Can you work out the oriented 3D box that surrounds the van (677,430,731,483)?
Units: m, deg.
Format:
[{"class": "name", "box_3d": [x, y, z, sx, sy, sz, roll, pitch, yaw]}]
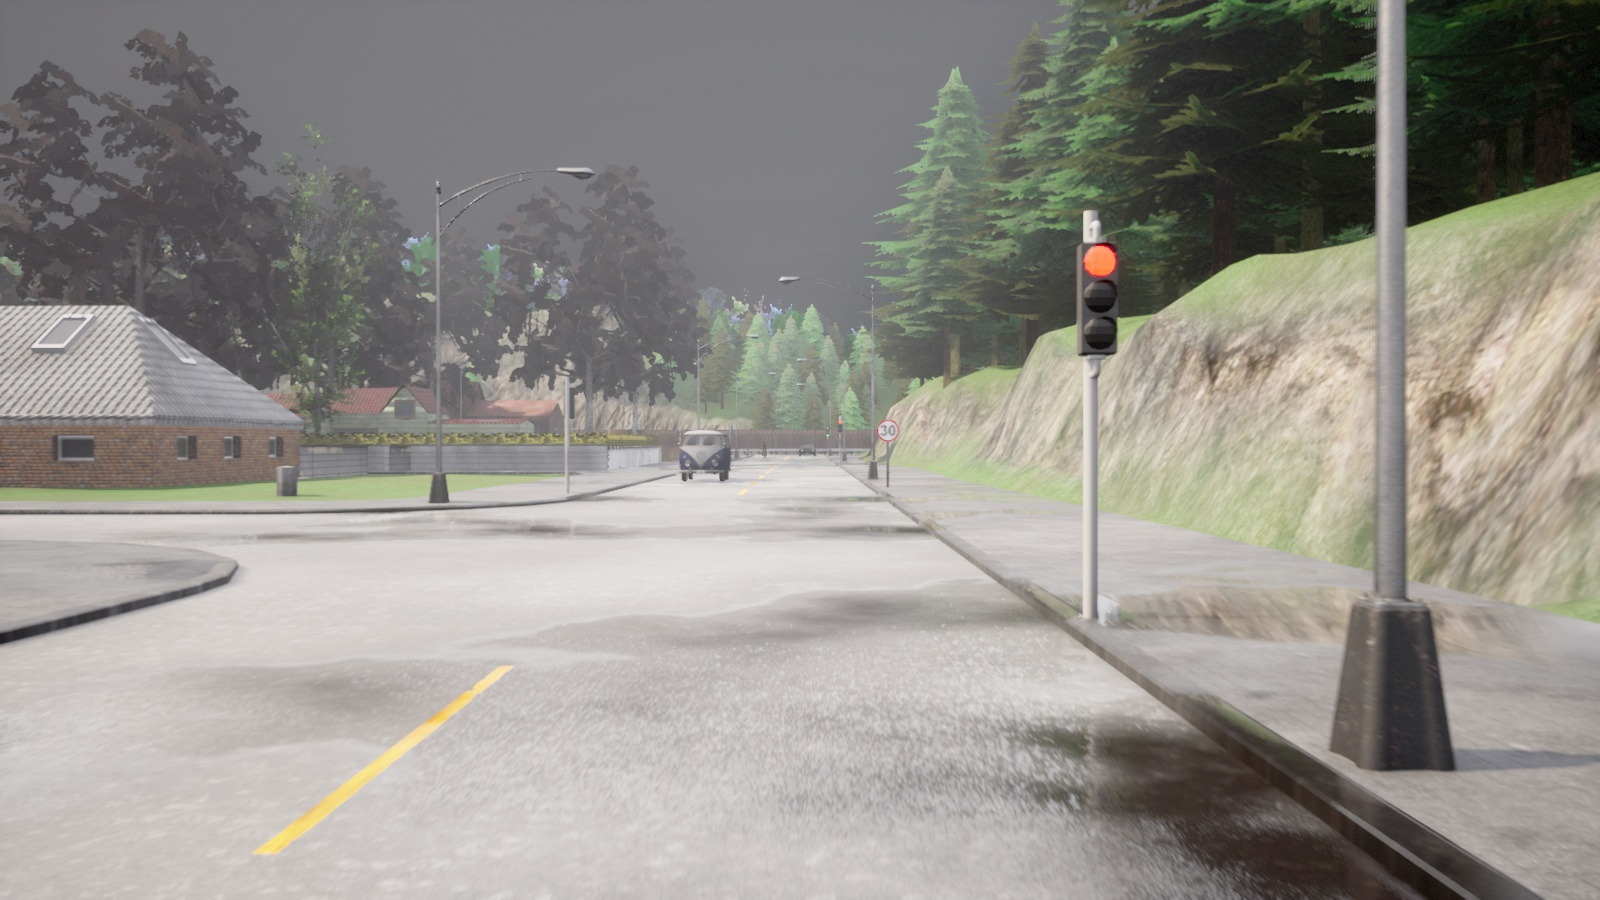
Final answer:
[{"class": "van", "box_3d": [-3.701, 0.220, 49.099, 1.775, 1.987, 4.442, 0, 0, 0]}]
